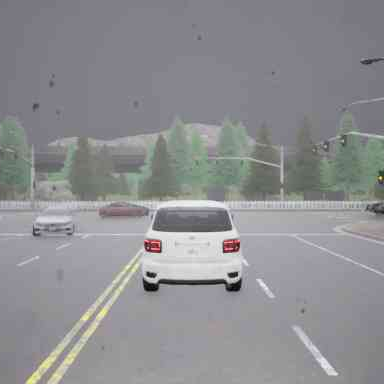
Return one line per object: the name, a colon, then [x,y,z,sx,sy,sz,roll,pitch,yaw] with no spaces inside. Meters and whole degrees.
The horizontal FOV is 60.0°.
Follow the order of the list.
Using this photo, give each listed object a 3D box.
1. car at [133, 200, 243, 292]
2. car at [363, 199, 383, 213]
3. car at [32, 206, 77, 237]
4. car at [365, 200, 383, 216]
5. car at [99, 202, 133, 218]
car: [0.009,1.221,9.088,2.150,2.045,5.566,0,0,0]
car: [21.210,1.508,36.116,4.181,1.385,1.994,0,0,0]
car: [-7.436,1.524,18.470,1.812,1.442,4.674,1,0,-16]
car: [18.132,1.436,28.931,4.902,1.511,2.128,0,0,0]
car: [-5.868,1.535,28.801,4.181,1.385,1.994,0,0,0]
